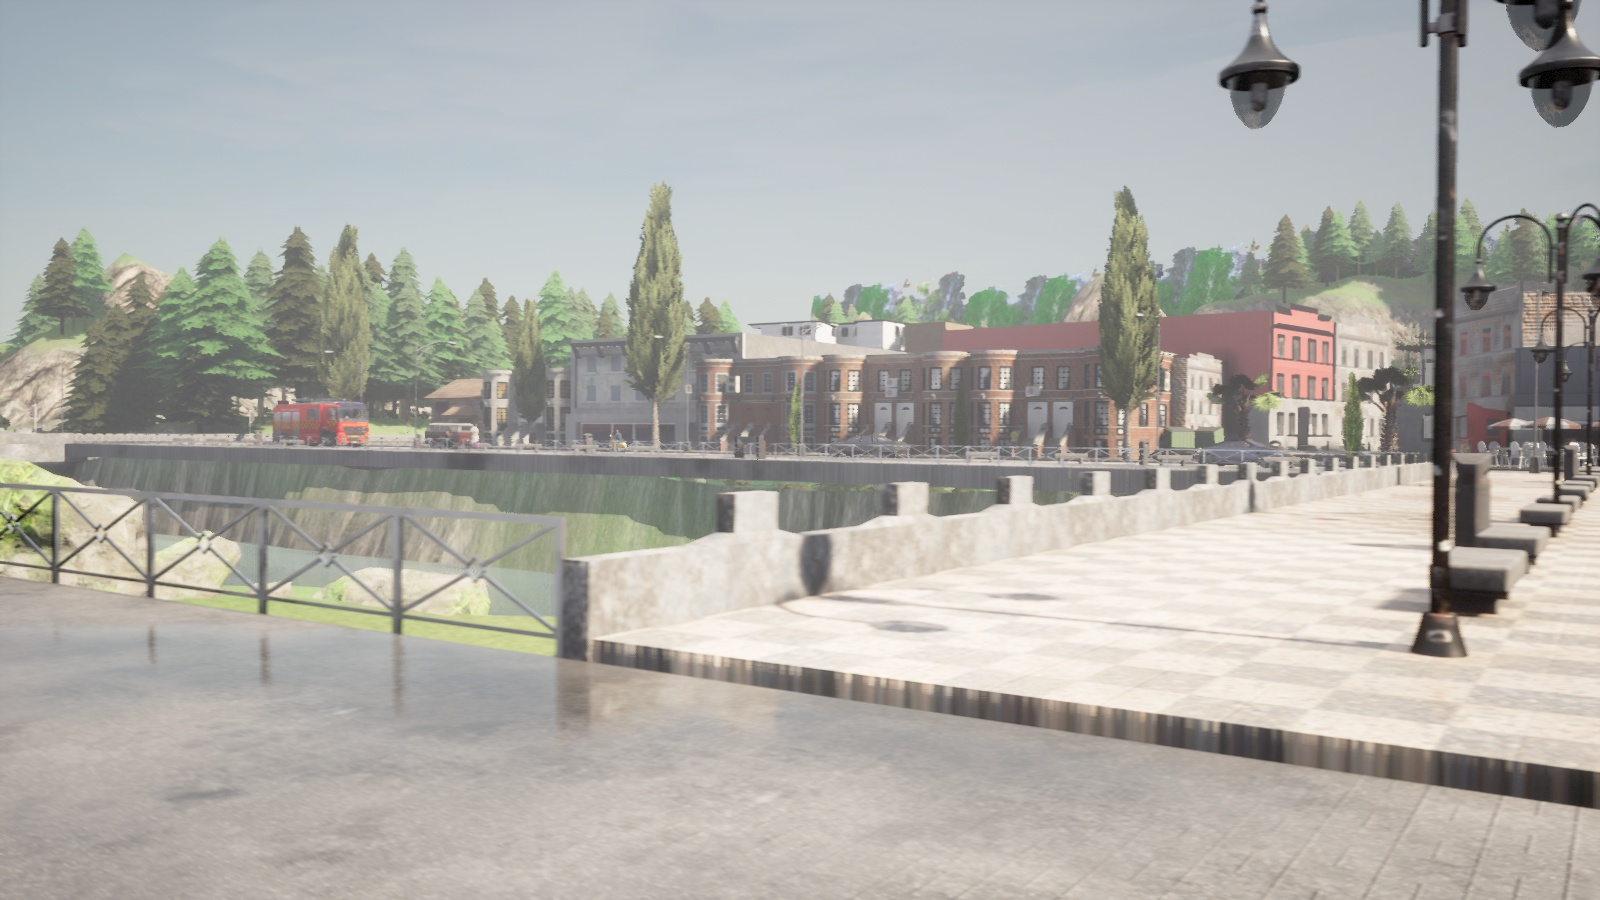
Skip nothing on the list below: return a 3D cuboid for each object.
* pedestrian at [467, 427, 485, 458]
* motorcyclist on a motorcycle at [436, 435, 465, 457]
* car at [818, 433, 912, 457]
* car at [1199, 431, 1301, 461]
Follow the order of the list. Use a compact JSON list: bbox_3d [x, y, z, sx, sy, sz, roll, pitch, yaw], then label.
[{"bbox_3d":[-20.506,-0.458,79.518,0.873,1.952,0.659,0,1,38],"label":"pedestrian"},{"bbox_3d":[-25.087,-0.289,90.095,2.044,1.523,0.797,0,1,34],"label":"motorcyclist on a motorcycle"},{"bbox_3d":[3.871,-0.289,75.679,5.357,1.411,2.033,0,1,34],"label":"car"},{"bbox_3d":[21.244,-0.207,59.345,4.181,1.385,1.994,0,1,34],"label":"car"}]
